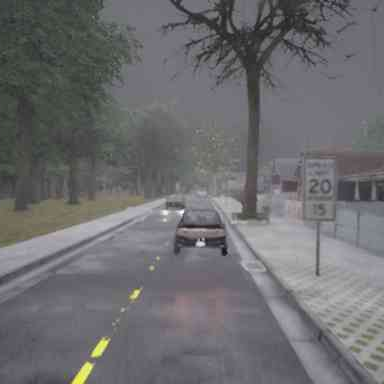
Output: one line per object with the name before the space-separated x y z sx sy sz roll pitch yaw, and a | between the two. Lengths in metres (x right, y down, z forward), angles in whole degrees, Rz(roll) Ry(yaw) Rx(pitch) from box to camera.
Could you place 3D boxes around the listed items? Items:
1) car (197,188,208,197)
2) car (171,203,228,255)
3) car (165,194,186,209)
car | 2.324 0.114 75.105 2.150 2.045 5.566 1 1 2
car | 0.355 1.406 12.947 2.128 1.511 4.902 1 1 2
car | -1.689 0.965 35.339 1.882 1.535 5.008 1 1 2
